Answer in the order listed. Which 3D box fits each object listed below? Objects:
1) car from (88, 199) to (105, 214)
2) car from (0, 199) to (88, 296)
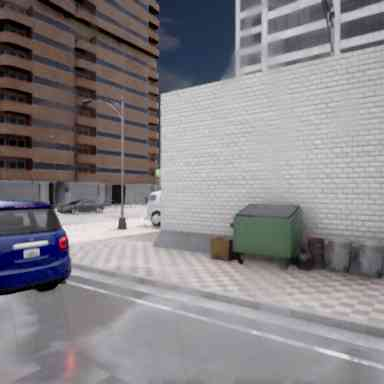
[{"bbox_3d":[-11.006,1.468,33.150,1.837,1.490,4.892,0,0,36],"label":"car"},{"bbox_3d":[-5.093,1.194,7.623,5.566,2.045,2.150,0,0,36],"label":"car"}]
